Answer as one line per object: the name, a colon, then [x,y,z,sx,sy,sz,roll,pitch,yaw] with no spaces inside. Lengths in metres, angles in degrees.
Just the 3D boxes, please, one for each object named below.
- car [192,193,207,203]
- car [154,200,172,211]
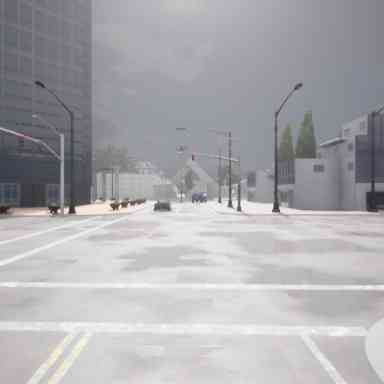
car: [1.517,1.257,69.571,2.150,2.045,5.566,0,0,15]
car: [-3.615,1.622,41.564,1.895,1.301,4.718,0,0,0]
